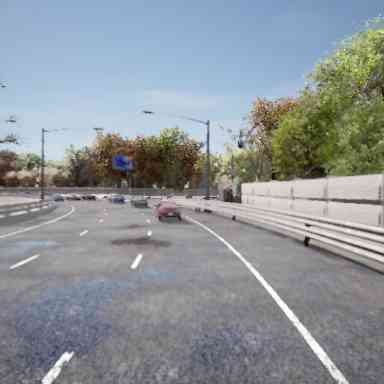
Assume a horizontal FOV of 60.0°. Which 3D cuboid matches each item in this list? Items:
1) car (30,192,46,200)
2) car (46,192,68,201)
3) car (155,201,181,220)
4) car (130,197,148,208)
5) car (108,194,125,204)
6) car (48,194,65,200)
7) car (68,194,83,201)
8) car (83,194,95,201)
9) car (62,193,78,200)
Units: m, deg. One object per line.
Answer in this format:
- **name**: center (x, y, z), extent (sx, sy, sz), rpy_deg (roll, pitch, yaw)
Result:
- **car**: center (-36.300, 1.150, 79.841), extent (2.033, 1.411, 5.357), rpy_deg (1, 0, -44)
- **car**: center (-29.164, 1.227, 71.556), extent (2.033, 1.411, 5.357), rpy_deg (1, 0, -37)
- **car**: center (-2.025, 1.506, 27.445), extent (1.812, 1.442, 4.674), rpy_deg (1, 0, -10)
- **car**: center (-7.538, 1.421, 46.973), extent (2.128, 1.511, 4.902), rpy_deg (1, 0, -21)
- **car**: center (-13.890, 1.205, 60.698), extent (2.097, 1.767, 4.553), rpy_deg (0, 0, -29)
- **car**: center (-33.294, 1.167, 81.746), extent (2.128, 1.511, 4.902), rpy_deg (1, 0, -44)
- **car**: center (-26.652, 1.310, 73.993), extent (1.895, 1.301, 4.718), rpy_deg (1, 0, -40)
- **car**: center (-23.753, 1.225, 76.006), extent (1.882, 1.535, 5.008), rpy_deg (1, 0, -37)
- **car**: center (-31.140, 1.144, 84.569), extent (1.882, 1.535, 5.008), rpy_deg (1, 0, -44)
